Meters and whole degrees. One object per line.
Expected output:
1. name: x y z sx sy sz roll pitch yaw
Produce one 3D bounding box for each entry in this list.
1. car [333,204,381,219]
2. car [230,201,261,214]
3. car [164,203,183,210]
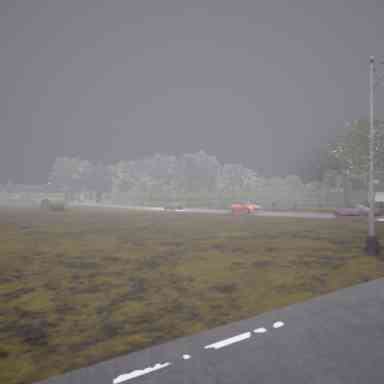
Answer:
1. car: 16.230 1.896 32.853 1.994 1.385 4.181 -1 -1 -35
2. car: 7.265 2.039 45.565 2.097 1.767 4.553 -1 -1 -35
3. car: -3.409 2.631 60.864 1.994 1.385 4.181 -1 0 -35
